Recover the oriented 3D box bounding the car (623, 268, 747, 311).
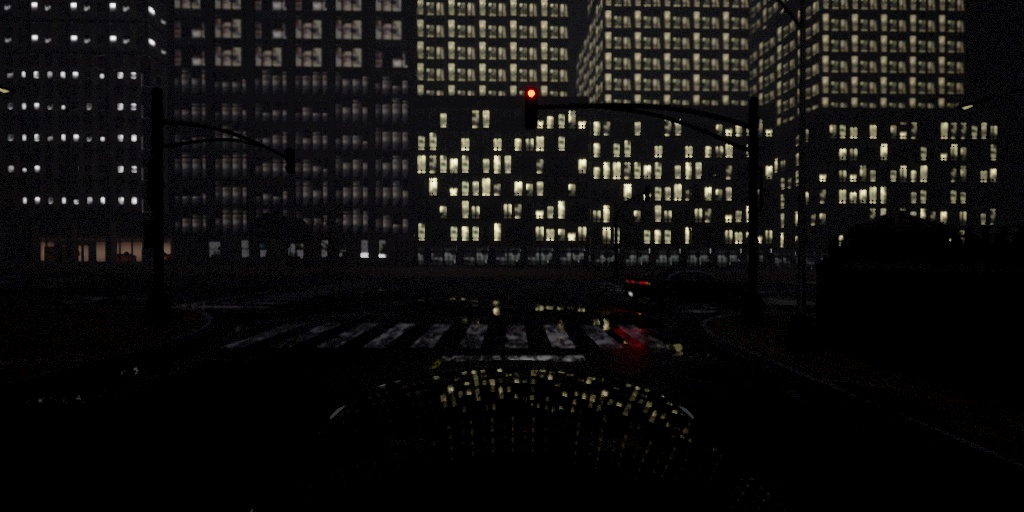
[{"bbox_3d":[6.765,1.216,13.995,4.902,1.511,2.128,1,0,-16],"label":"car"}]
